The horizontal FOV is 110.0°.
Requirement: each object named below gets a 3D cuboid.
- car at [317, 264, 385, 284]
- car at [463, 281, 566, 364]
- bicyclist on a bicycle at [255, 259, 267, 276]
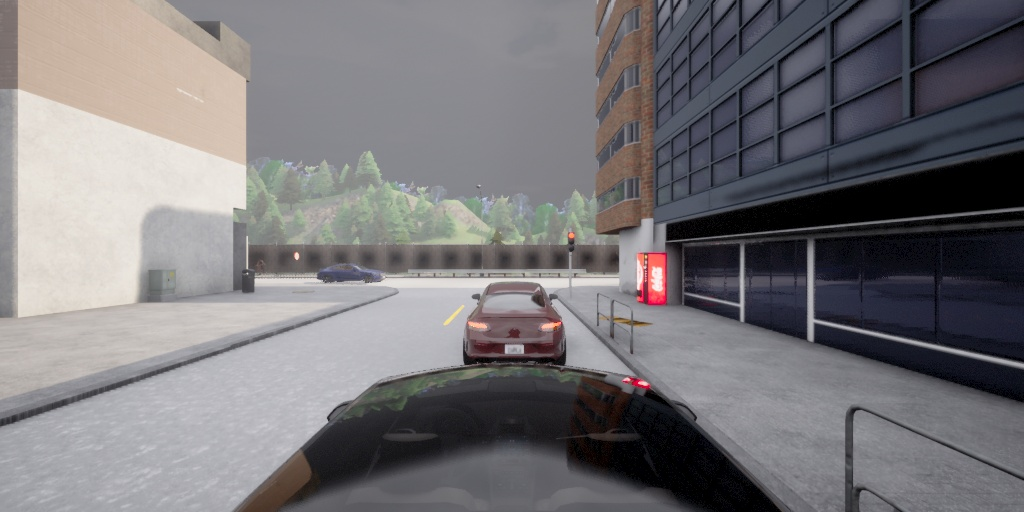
[{"bbox_3d":[-11.662,1.276,26.108,4.674,1.442,1.812,0,0,0],"label":"car"},{"bbox_3d":[0.059,1.276,7.844,1.812,1.442,4.674,0,0,1],"label":"car"},{"bbox_3d":[-24.184,1.099,34.517,0.582,1.620,1.656,0,0,0],"label":"bicyclist on a bicycle"}]
